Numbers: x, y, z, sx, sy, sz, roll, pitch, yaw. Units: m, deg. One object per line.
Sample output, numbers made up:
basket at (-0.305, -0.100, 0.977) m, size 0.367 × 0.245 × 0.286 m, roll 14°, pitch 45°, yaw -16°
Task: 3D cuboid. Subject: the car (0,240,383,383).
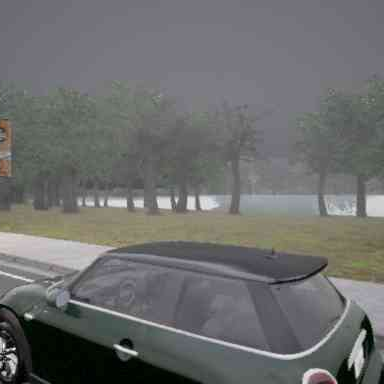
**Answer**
car at (-0.414, 1.361, 3.858) m, size 4.553 × 1.767 × 2.097 m, roll 0°, pitch 0°, yaw 36°
